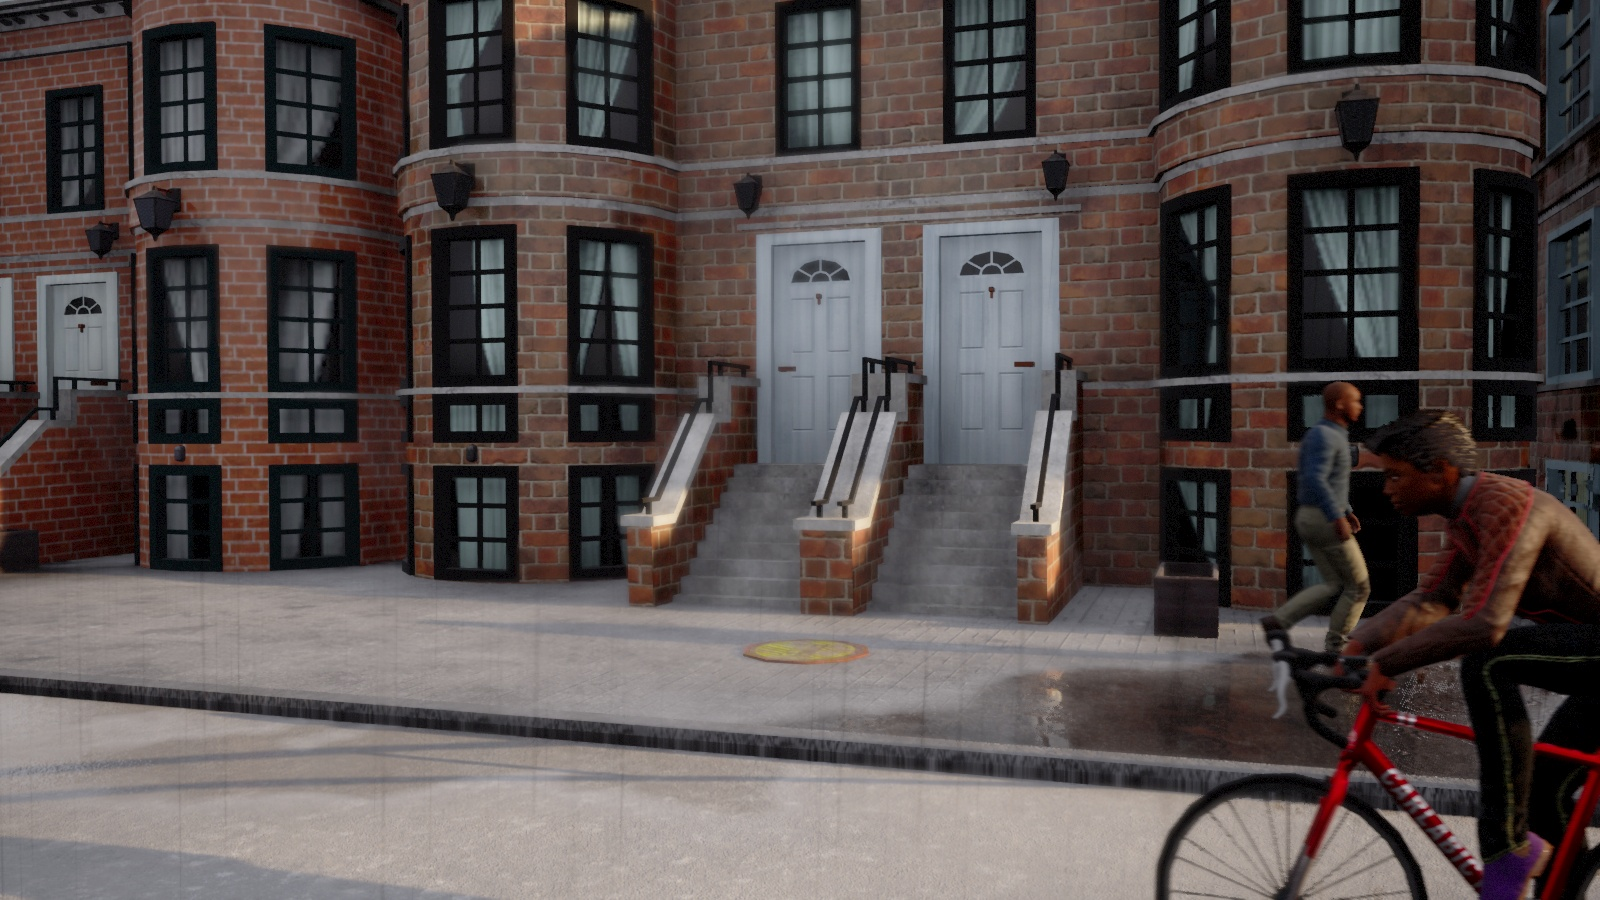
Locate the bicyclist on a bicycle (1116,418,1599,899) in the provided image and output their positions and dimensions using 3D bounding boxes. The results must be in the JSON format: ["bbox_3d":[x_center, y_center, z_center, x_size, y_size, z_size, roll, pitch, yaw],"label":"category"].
[{"bbox_3d":[1.670,0.735,3.158,1.656,1.620,0.582,0,1,19],"label":"bicyclist on a bicycle"}]

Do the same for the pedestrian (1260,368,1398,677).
[{"bbox_3d":[3.241,0.425,7.730,0.726,1.835,0.370,0,1,16],"label":"pedestrian"}]
